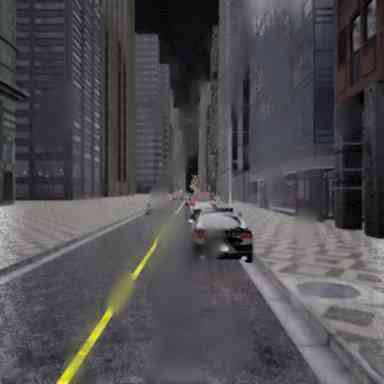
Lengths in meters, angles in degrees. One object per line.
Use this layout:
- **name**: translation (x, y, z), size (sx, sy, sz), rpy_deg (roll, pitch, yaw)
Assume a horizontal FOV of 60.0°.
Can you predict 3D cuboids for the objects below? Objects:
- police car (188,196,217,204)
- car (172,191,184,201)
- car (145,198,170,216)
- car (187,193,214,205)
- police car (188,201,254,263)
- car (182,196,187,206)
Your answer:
- **police car**: translation (0.902, 1.292, 21.808), size (1.930, 1.638, 5.238), rpy_deg (0, 0, 0)
- **car**: translation (-2.992, 0.805, 71.044), size (2.150, 2.045, 5.566), rpy_deg (0, 0, 0)
- **car**: translation (-3.093, 1.328, 30.378), size (1.837, 1.490, 4.892), rpy_deg (0, 0, 0)
- **car**: translation (0.903, 1.062, 27.729), size (2.150, 2.045, 5.566), rpy_deg (0, 0, 0)
- **police car**: translation (0.901, 1.348, 11.807), size (1.930, 1.638, 5.238), rpy_deg (0, 0, 0)
- **car**: translation (0.012, 1.282, 48.463), size (2.033, 1.411, 5.357), rpy_deg (0, 0, 0)
